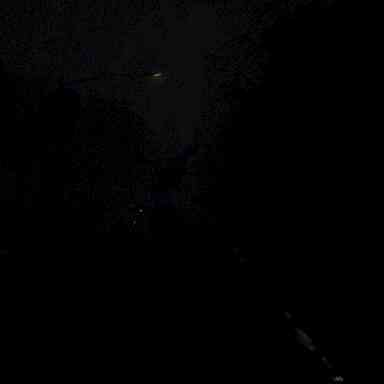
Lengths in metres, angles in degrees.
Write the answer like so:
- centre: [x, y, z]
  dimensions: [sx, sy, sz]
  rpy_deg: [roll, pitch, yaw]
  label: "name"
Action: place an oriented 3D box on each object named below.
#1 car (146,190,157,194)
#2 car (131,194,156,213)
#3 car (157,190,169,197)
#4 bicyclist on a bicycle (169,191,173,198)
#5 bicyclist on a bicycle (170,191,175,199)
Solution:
- centre: [-9.386, 0.486, 74.513]
  dimensions: [1.994, 1.385, 4.181]
  rpy_deg: [0, 1, -9]
  label: "car"
- centre: [-4.744, 1.228, 32.287]
  dimensions: [2.033, 1.411, 5.357]
  rpy_deg: [0, 1, -4]
  label: "car"
- centre: [-6.710, 0.465, 79.878]
  dimensions: [2.033, 1.411, 5.357]
  rpy_deg: [0, 1, -10]
  label: "car"
- centre: [-4.625, 0.513, 72.806]
  dimensions: [0.582, 1.620, 1.656]
  rpy_deg: [0, 1, -9]
  label: "bicyclist on a bicycle"
- centre: [-3.703, 0.606, 66.415]
  dimensions: [0.866, 1.612, 1.509]
  rpy_deg: [0, 0, -8]
  label: "bicyclist on a bicycle"
